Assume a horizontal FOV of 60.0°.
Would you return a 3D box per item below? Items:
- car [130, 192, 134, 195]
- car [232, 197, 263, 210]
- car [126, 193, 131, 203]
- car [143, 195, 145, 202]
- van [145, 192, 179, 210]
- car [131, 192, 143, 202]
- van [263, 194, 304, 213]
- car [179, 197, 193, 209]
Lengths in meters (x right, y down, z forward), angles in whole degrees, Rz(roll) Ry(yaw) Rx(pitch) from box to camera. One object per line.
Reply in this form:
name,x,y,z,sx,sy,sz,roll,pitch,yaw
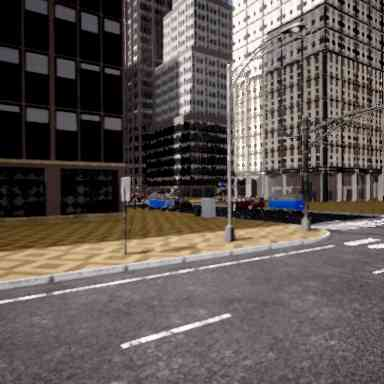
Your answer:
car,-12.107,0.922,66.359,2.192,1.841,5.009,0,1,-34
car,6.530,1.312,38.845,1.887,1.381,4.507,0,1,-34
car,-12.652,1.249,57.004,1.812,1.442,4.674,-1,1,-34
car,-5.900,0.976,57.182,2.192,1.841,5.009,0,1,-34
van,-3.533,1.169,38.722,1.690,1.788,3.998,0,1,-34
car,-9.003,1.179,61.772,1.887,1.381,4.507,0,1,-34
van,9.707,1.133,34.307,1.690,1.788,3.998,0,1,-34
car,-1.631,1.363,40.546,1.994,1.385,4.181,-1,1,-34
